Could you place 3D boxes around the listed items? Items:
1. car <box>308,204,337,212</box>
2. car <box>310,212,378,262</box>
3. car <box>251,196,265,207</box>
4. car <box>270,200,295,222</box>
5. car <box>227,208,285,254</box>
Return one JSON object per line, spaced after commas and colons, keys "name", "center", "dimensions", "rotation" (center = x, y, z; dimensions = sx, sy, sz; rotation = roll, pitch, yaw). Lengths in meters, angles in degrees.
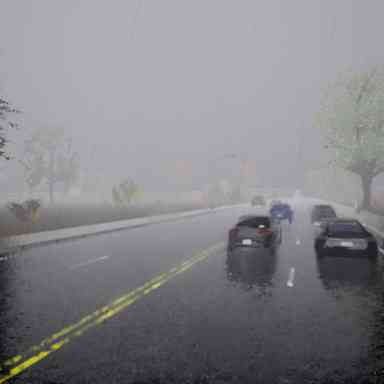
{"name": "car", "center": [10.568, 1.732, 26.940], "dimensions": [1.837, 1.490, 4.892], "rotation": [0, 0, 19]}
{"name": "car", "center": [5.691, 1.674, 12.719], "dimensions": [1.994, 1.385, 4.181], "rotation": [0, 0, 19]}
{"name": "car", "center": [12.648, 1.728, 63.248], "dimensions": [2.150, 2.045, 5.566], "rotation": [0, 0, 19]}
{"name": "car", "center": [7.744, 1.720, 28.699], "dimensions": [1.882, 1.535, 5.008], "rotation": [0, 0, 19]}
{"name": "car", "center": [2.756, 1.651, 14.185], "dimensions": [1.812, 1.442, 4.674], "rotation": [0, 0, 19]}
